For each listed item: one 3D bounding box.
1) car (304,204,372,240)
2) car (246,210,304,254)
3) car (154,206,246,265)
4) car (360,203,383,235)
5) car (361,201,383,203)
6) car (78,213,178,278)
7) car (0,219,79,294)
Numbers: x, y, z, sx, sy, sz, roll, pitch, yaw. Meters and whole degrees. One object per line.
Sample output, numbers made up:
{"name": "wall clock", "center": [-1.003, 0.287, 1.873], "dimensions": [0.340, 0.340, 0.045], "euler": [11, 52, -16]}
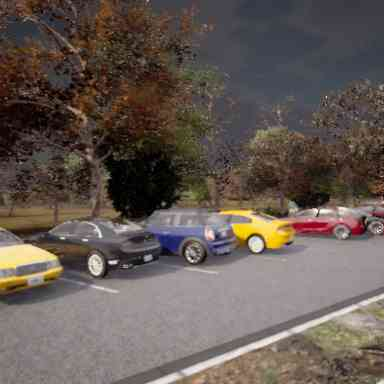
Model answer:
{"name": "car", "center": [6.374, 1.537, 17.216], "dimensions": [4.792, 1.488, 2.163], "euler": [-1, -1, 33]}
{"name": "car", "center": [1.654, 1.507, 13.658], "dimensions": [5.008, 1.535, 2.097], "euler": [-1, -1, 34]}
{"name": "car", "center": [-0.720, 1.382, 11.897], "dimensions": [4.553, 1.767, 2.185], "euler": [-1, -1, 34]}
{"name": "car", "center": [8.797, 1.536, 18.977], "dimensions": [4.792, 1.488, 2.163], "euler": [-1, -1, 33]}
{"name": "car", "center": [11.121, 1.507, 20.786], "dimensions": [5.008, 1.535, 2.097], "euler": [-1, -1, 33]}
{"name": "car", "center": [-3.144, 1.509, 10.167], "dimensions": [4.892, 1.521, 2.231], "euler": [-1, 0, 34]}
{"name": "car", "center": [-5.402, 1.503, 8.338], "dimensions": [5.366, 1.575, 1.946], "euler": [-1, -1, 34]}
